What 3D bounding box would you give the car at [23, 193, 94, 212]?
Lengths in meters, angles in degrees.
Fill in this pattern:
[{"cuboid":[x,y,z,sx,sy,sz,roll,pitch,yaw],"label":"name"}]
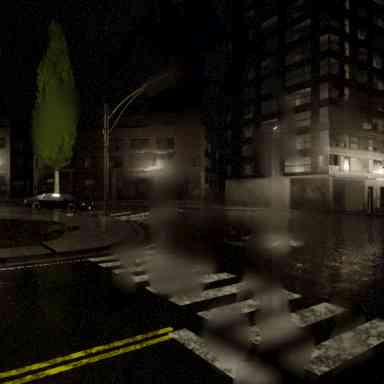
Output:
[{"cuboid":[-10.534,0.786,26.305,5.357,1.411,2.033,1,0,11],"label":"car"}]
